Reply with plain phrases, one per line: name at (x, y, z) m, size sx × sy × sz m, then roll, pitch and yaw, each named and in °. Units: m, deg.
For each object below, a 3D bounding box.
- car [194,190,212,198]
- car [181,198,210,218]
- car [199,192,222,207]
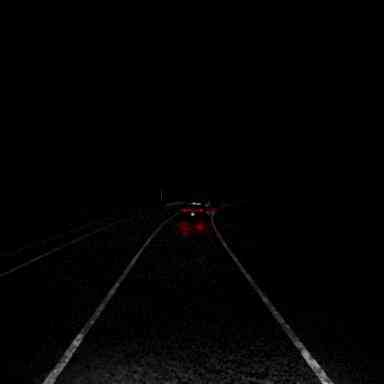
car at (2.000, 0.730, 54.876) m, size 2.150 × 2.045 × 5.566 m, roll 2°, pitch 1°, yaw 18°
car at (0.243, 1.407, 27.639) m, size 1.895 × 1.301 × 4.718 m, roll 0°, pitch 1°, yaw 4°
car at (2.696, 1.177, 44.739) m, size 1.812 × 1.442 × 4.674 m, roll 1°, pitch 1°, yaw 14°
